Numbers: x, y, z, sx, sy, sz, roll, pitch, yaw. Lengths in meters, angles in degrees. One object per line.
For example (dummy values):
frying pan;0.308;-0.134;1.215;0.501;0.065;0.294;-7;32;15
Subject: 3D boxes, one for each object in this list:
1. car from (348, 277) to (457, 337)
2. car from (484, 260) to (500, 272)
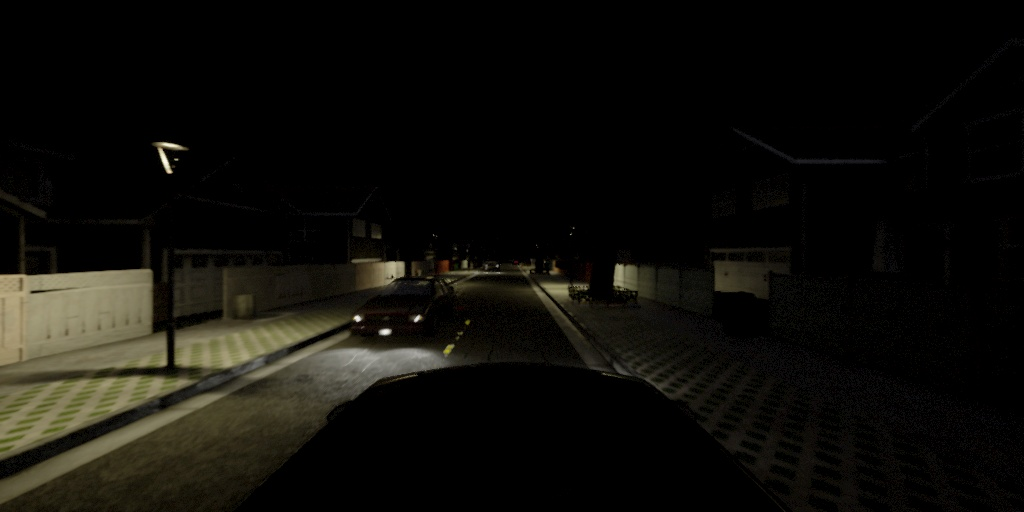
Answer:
car;-2.847;1.343;10.731;2.033;1.411;5.357;0;0;0
car;-2.809;1.361;51.316;2.097;1.767;4.553;0;0;0
